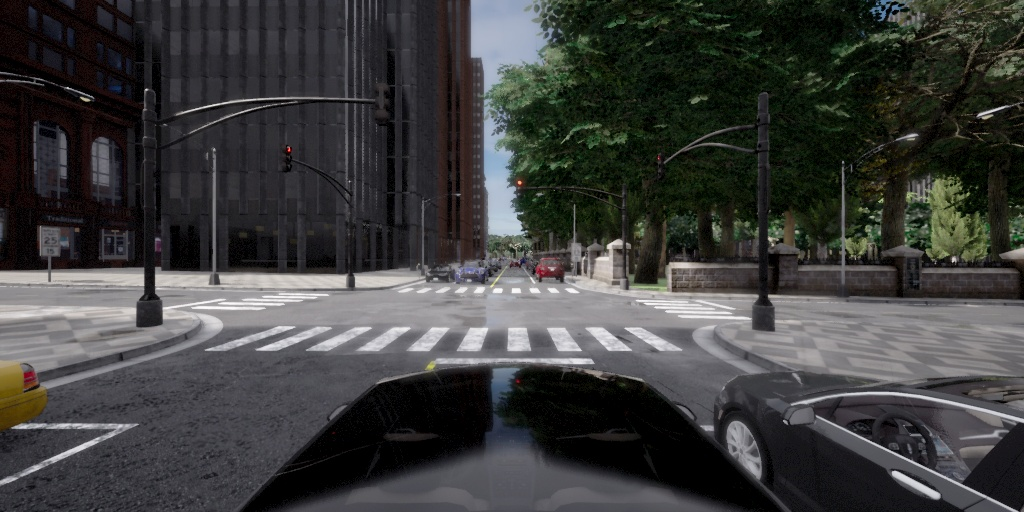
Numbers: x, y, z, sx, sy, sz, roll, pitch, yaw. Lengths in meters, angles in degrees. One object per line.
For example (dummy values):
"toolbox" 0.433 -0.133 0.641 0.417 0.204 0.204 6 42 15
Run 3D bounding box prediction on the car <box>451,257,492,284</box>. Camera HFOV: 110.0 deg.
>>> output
"car" -2.912 1.112 26.839 2.097 1.767 4.553 0 0 0

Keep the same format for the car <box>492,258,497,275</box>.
"car" -2.842 1.273 35.942 1.837 1.490 4.892 0 0 1

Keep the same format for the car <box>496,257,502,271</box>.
"car" -2.764 1.270 45.439 2.128 1.511 4.902 0 0 0

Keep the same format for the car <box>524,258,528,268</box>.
"car" 3.129 1.335 50.205 2.007 1.370 4.403 0 0 0

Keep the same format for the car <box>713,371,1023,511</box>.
"car" 2.760 1.300 1.716 2.007 1.370 4.403 0 0 0

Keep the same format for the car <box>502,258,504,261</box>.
"car" -2.664 1.354 55.429 1.994 1.385 4.181 0 0 1

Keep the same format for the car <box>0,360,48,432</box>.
"car" -5.766 1.275 1.602 1.751 1.417 4.829 0 0 0

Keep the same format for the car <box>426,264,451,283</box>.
"car" -5.562 1.326 28.436 1.948 1.339 4.313 0 0 0

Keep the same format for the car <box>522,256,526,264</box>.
"car" 3.211 1.237 61.118 1.967 1.591 4.097 0 0 0

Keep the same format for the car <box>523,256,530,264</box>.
"car" 3.170 1.231 55.661 1.967 1.591 4.097 0 0 0

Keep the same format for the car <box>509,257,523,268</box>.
"car" 0.536 1.323 61.252 1.812 1.442 4.674 0 0 0

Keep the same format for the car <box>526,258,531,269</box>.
"car" 3.087 1.329 44.748 2.007 1.370 4.403 0 0 0

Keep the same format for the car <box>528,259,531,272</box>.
"car" 3.046 1.338 39.292 1.948 1.339 4.313 0 0 0

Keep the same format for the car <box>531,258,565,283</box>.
"car" 2.963 1.075 28.380 2.192 1.841 5.009 0 0 0
